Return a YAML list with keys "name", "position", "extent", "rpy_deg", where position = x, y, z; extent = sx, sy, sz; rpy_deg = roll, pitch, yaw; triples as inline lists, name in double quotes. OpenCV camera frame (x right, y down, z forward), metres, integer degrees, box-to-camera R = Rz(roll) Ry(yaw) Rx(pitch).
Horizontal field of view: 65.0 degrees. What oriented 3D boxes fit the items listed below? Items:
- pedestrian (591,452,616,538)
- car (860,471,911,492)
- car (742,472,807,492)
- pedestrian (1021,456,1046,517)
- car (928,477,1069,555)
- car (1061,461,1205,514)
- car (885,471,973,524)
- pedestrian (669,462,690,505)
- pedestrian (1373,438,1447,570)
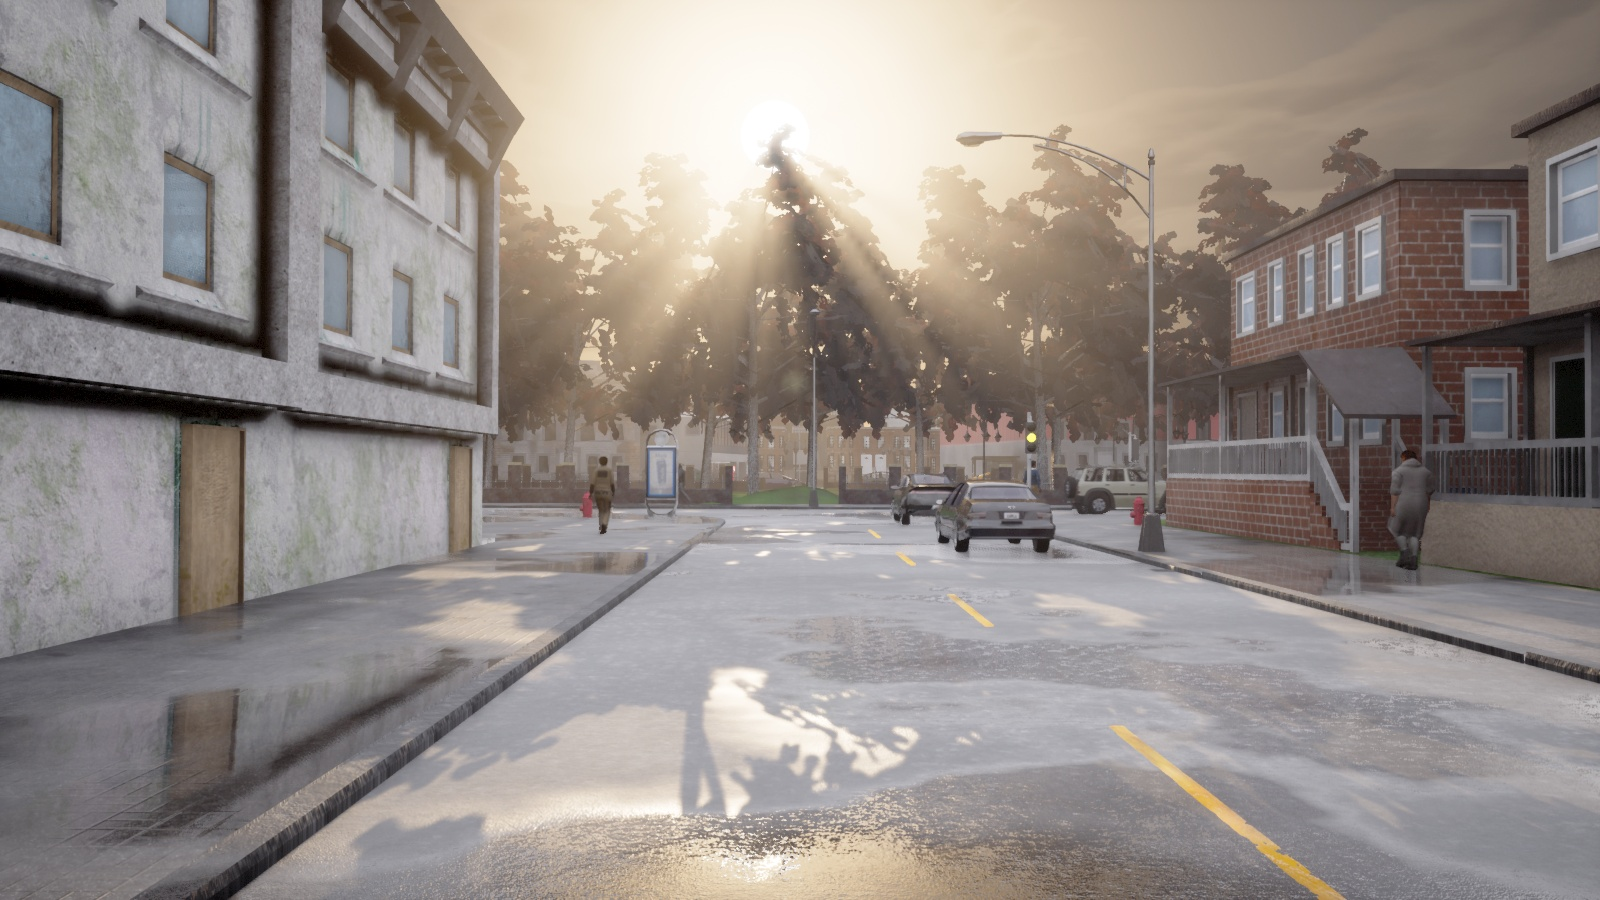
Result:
- name: "pedestrian"
  position: [-4.504, 1.025, 28.795]
  extent: [0.396, 1.930, 0.692]
  rpy_deg: [0, -1, 6]
- name: "car"
  position: [6.412, 2.351, 94.551]
  extent: [3.705, 1.549, 1.789]
  rpy_deg: [0, -1, 0]
- name: "car"
  position: [-1.912, 2.405, 94.519]
  extent: [4.792, 1.488, 2.163]
  rpy_deg: [0, -1, 0]
- name: "pedestrian"
  position: [7.525, 1.167, 40.454]
  extent: [0.423, 1.949, 0.788]
  rpy_deg: [-1, -1, 44]
- name: "car"
  position: [3.925, 1.278, 25.794]
  extent: [2.033, 1.411, 5.357]
  rpy_deg: [0, -1, 0]
- name: "car"
  position: [11.975, 1.343, 45.341]
  extent: [4.605, 1.855, 1.932]
  rpy_deg: [0, -1, -3]
- name: "car"
  position: [3.872, 1.400, 38.454]
  extent: [2.128, 1.511, 4.902]
  rpy_deg: [0, -1, -1]
- name: "pedestrian"
  position: [-5.219, 1.460, 54.584]
  extent: [0.849, 1.883, 0.563]
  rpy_deg: [0, -1, 0]
- name: "pedestrian"
  position: [9.266, 0.807, 19.095]
  extent: [0.659, 1.952, 0.873]
  rpy_deg: [0, -1, -2]
